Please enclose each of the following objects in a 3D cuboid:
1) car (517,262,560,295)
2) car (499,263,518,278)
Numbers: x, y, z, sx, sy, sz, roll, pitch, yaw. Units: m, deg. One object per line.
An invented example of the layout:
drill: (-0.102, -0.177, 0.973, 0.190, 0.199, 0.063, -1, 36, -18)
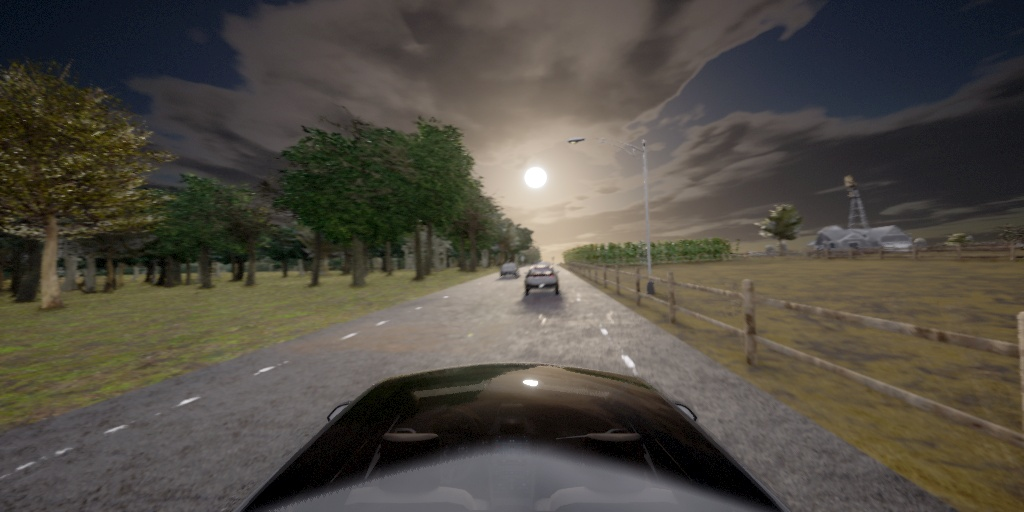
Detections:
car: (1.723, 1.302, 20.543, 2.128, 1.511, 4.902, -2, 0, 6)
car: (-0.223, 1.509, 38.320, 1.837, 1.490, 4.892, -2, -1, 5)
